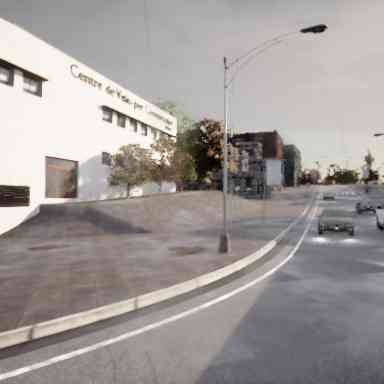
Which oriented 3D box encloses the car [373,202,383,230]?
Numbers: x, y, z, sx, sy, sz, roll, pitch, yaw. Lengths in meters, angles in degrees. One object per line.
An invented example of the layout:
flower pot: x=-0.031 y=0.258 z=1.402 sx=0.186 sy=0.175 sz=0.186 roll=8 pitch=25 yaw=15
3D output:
car: x=12.470 y=1.407 z=19.739 sx=2.150 sy=2.045 sz=5.566 roll=0 pitch=-1 yaw=22

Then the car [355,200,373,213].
car: x=19.701 y=1.596 z=37.720 sx=2.033 sy=1.411 sz=5.357 roll=0 pitch=1 yaw=22

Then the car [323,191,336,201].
car: x=23.878 y=0.671 z=57.884 sx=1.882 sy=1.535 sz=5.008 roll=0 pitch=3 yaw=22

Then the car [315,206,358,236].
car: x=8.535 y=1.703 z=19.822 sx=1.837 sy=1.490 sz=4.892 roll=0 pitch=-1 yaw=22
